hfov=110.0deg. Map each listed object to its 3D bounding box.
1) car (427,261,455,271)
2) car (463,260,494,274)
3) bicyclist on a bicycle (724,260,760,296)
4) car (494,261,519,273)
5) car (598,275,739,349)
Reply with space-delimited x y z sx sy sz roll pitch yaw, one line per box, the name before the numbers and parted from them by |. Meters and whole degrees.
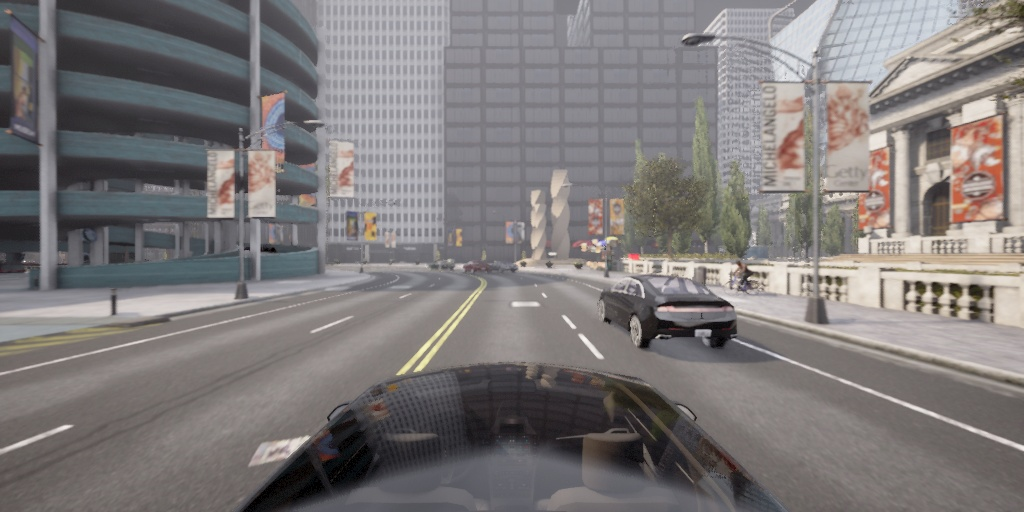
car | -9.941 1.344 49.885 1.895 1.301 4.718 0 0 -41
car | -4.110 1.208 40.855 1.882 1.535 5.008 0 0 -25
bicyclist on a bicycle | 10.335 1.003 16.132 1.656 1.620 0.582 0 0 -1
car | -1.163 1.267 42.788 2.033 1.411 5.357 0 0 -29
car | 3.549 1.223 9.102 2.128 1.511 4.902 0 0 0
